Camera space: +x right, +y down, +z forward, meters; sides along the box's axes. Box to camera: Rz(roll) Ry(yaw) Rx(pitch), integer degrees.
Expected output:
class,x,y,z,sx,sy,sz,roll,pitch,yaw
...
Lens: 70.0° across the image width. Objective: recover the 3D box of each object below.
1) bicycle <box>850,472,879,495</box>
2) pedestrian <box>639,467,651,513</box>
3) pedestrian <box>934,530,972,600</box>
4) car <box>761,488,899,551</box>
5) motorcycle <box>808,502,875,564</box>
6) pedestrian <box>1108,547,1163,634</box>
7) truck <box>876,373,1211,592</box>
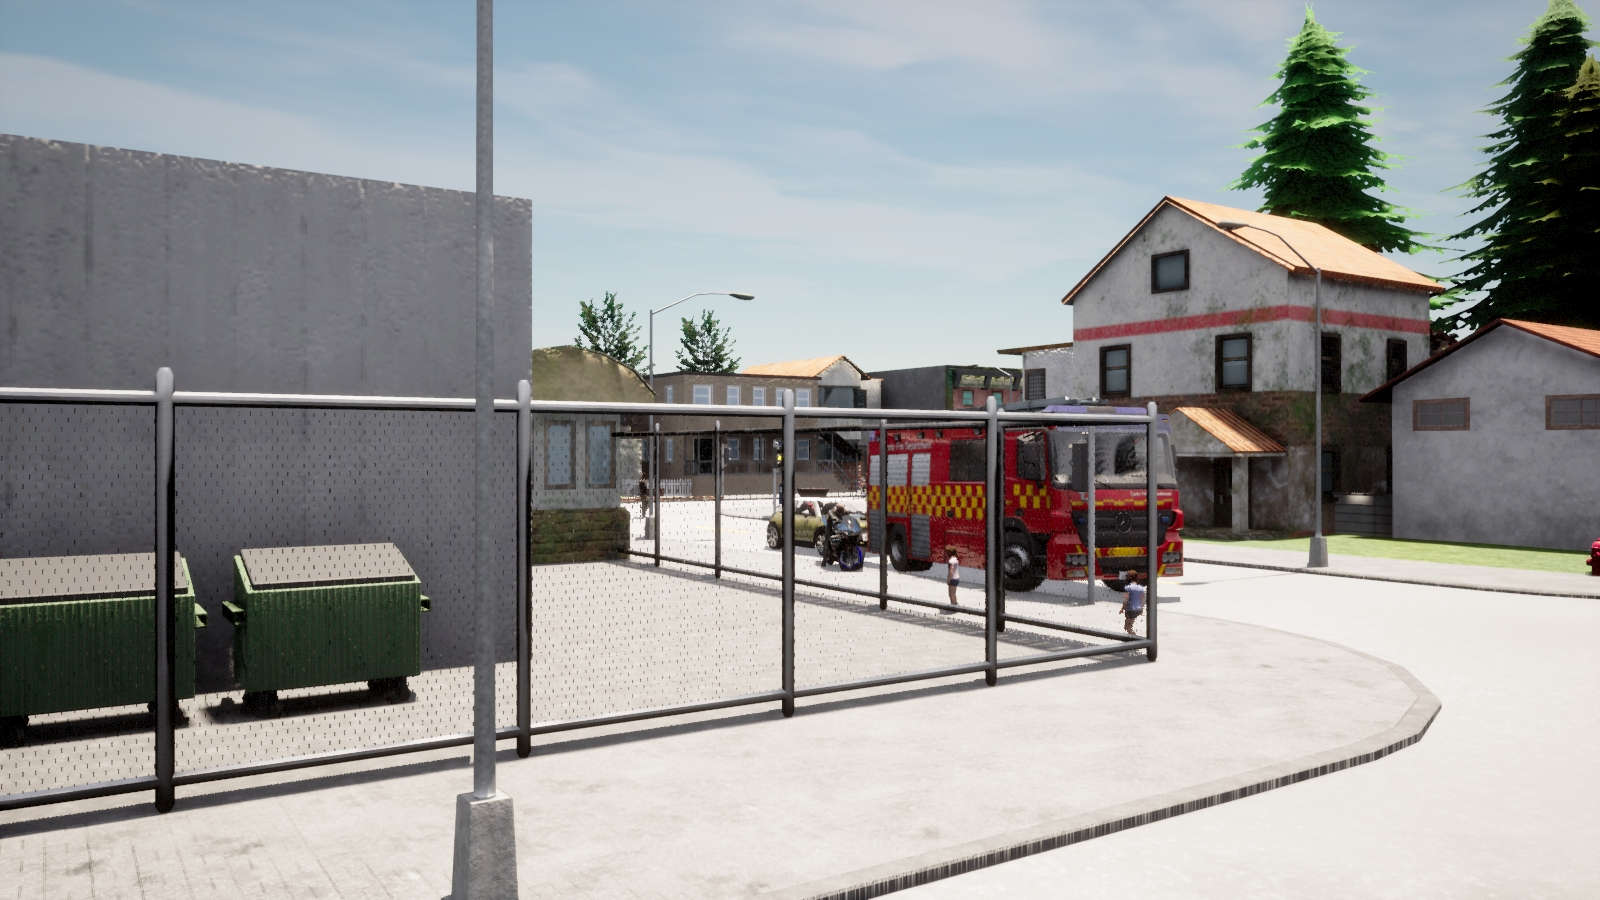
class,x,y,z,sx,sy,sz,roll,pitch,yaw
bicycle,3.714,1.940,65.827,1.835,1.271,0.329,0,0,-33
pedestrian,-6.296,1.628,46.387,0.375,1.860,0.375,0,0,-39
pedestrian,2.533,1.895,18.914,0.500,1.100,0.500,0,0,25
car,0.752,1.845,31.311,1.970,1.475,3.806,0,0,-33
motorcycle,0.923,1.872,26.186,0.867,1.251,2.209,0,0,-17
pedestrian,4.545,1.896,15.488,0.500,1.100,0.500,0,0,-29
truck,4.694,0.674,24.452,2.891,3.827,8.468,1,-1,-21
